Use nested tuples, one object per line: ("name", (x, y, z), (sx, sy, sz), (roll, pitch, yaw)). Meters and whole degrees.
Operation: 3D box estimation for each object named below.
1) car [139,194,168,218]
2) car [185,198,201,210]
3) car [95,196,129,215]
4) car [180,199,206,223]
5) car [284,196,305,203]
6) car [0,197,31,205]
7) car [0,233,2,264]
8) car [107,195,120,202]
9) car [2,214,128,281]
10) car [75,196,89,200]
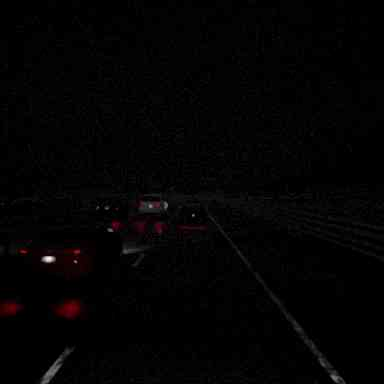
("car", (-3.419, 1.229, 30.148), (2.150, 2.045, 5.566), (0, 0, 0))
("car", (0.090, 1.566, 42.766), (1.994, 1.385, 4.181), (0, 0, 0))
("car", (-6.908, 1.359, 29.153), (2.097, 1.767, 4.553), (0, 0, 0))
("car", (0.094, 1.486, 25.816), (1.882, 1.535, 5.008), (0, 0, 0))
("car", (18.239, 1.153, 59.023), (1.812, 1.442, 4.674), (0, -2, -17))
("car", (-17.604, 1.532, 33.571), (1.812, 1.442, 4.674), (0, 0, 0))
("car", (-6.902, 1.510, 8.980), (1.837, 1.490, 4.892), (0, 0, 0))
("car", (-17.517, 1.485, 74.229), (1.994, 1.385, 4.181), (0, 0, 0))
("car", (-3.402, 1.569, 9.902), (1.994, 1.385, 4.181), (0, 0, 0))
("car", (-24.517, 1.528, 74.197), (1.895, 1.301, 4.718), (0, 0, 0))
